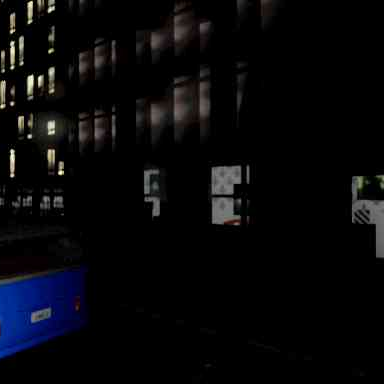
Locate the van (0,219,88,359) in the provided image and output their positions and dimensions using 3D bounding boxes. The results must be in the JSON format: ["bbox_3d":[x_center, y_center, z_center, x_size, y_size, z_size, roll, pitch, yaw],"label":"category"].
[{"bbox_3d":[-3.431,1.337,5.331,3.998,1.788,1.690,0,0,36],"label":"van"}]
